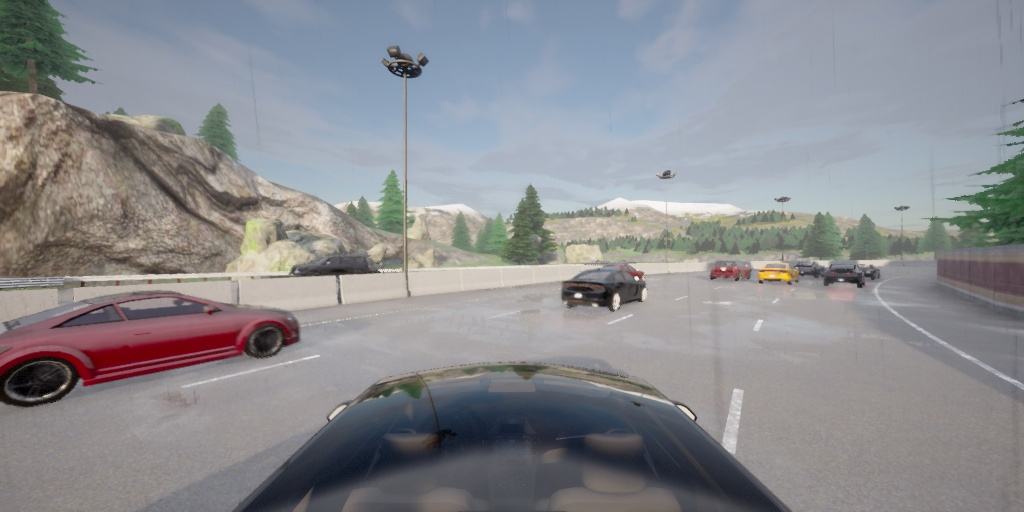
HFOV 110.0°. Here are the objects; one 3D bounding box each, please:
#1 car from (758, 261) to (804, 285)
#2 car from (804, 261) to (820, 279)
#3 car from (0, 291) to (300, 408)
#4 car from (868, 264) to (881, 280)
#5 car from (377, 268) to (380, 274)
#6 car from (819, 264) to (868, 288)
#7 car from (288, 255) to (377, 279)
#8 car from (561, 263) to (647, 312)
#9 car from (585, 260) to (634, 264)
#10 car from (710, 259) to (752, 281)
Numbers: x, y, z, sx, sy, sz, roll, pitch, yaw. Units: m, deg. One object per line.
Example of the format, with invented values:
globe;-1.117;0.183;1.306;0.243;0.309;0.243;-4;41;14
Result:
car;19.667;1.228;26.372;5.008;1.535;1.882;0;0;-44
car;27.584;1.241;33.275;4.902;1.511;2.128;0;0;-39
car;-6.242;1.313;6.418;1.994;1.385;4.181;0;0;33
car;30.344;1.351;31.028;4.718;1.301;1.895;0;0;-39
car;-13.911;1.314;31.643;1.994;1.385;4.181;0;0;40
car;22.427;1.255;24.169;4.892;1.490;1.837;0;0;-43
car;-13.386;0.971;26.753;2.150;2.045;5.566;0;0;38
car;3.834;1.227;14.367;1.882;1.535;5.008;0;0;38
car;7.033;1.227;23.515;1.882;1.535;5.008;0;0;42
car;18.365;1.103;29.950;4.553;1.767;2.097;0;0;-44
